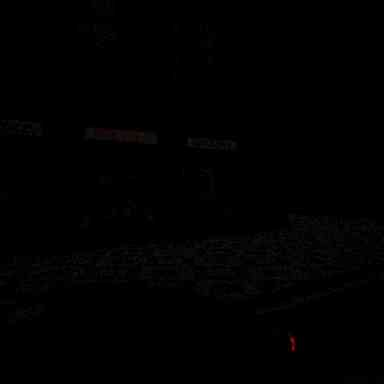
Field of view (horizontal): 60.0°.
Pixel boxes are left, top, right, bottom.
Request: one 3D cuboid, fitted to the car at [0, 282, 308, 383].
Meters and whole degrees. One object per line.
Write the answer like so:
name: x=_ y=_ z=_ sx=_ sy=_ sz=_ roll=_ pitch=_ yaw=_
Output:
car: x=-0.972 y=1.564 z=2.685 sx=4.181 sy=1.385 sz=1.994 roll=0 pitch=0 yaw=-35
